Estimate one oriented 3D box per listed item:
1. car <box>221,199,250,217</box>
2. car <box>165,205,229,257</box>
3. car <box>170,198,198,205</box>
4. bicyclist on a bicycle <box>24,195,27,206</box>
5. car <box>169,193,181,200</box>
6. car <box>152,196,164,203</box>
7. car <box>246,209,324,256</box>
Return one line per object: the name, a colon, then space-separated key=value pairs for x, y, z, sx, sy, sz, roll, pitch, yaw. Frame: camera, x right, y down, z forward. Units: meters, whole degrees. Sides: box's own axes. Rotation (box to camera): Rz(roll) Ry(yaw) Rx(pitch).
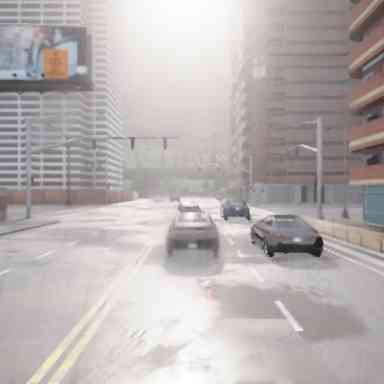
car: x=3.543 y=1.350 z=27.858 sx=2.097 sy=1.767 sz=4.553 roll=0 pitch=0 yaw=1
car: x=0.042 y=1.491 z=12.945 sx=2.128 sy=1.511 sz=4.902 roll=0 pitch=0 yaw=1
car: x=-0.418 y=1.490 z=27.928 sx=2.128 sy=1.511 sz=4.902 roll=0 pitch=0 yaw=-7
bicyclist on a bicycle: x=-25.642 y=1.297 z=51.661 sx=0.582 sy=1.620 sz=1.656 roll=0 pitch=0 yaw=0
car: x=-3.501 y=1.221 z=69.784 sx=2.150 sy=2.045 sz=5.566 roll=0 pitch=0 yaw=0
car: x=-7.001 y=1.520 z=69.566 sx=1.812 sy=1.442 sz=4.674 roll=0 pitch=0 yaw=0
car: x=3.545 y=1.564 z=13.082 sx=1.994 sy=1.385 sz=4.181 roll=0 pitch=0 yaw=0
